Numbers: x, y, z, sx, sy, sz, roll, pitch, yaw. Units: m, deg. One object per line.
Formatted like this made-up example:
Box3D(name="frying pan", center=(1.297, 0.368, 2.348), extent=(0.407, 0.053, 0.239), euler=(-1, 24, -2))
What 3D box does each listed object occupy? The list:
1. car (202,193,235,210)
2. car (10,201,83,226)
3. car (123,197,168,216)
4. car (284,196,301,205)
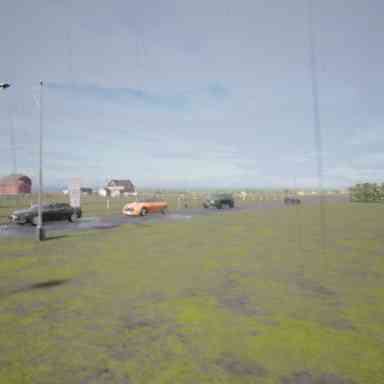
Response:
Box3D(name="car", center=(3.527, 1.126, 42.956), extent=(2.150, 2.045, 5.566), euler=(1, 0, 34))
Box3D(name="car", center=(-9.890, 1.427, 22.906), extent=(1.837, 1.490, 4.892), euler=(1, 1, 33))
Box3D(name="car", center=(-4.324, 1.266, 31.272), extent=(2.097, 1.767, 4.553), euler=(1, 1, 34))
Box3D(name="car", center=(17.887, 1.441, 59.125), extent=(1.837, 1.490, 4.892), euler=(1, 0, 34))
